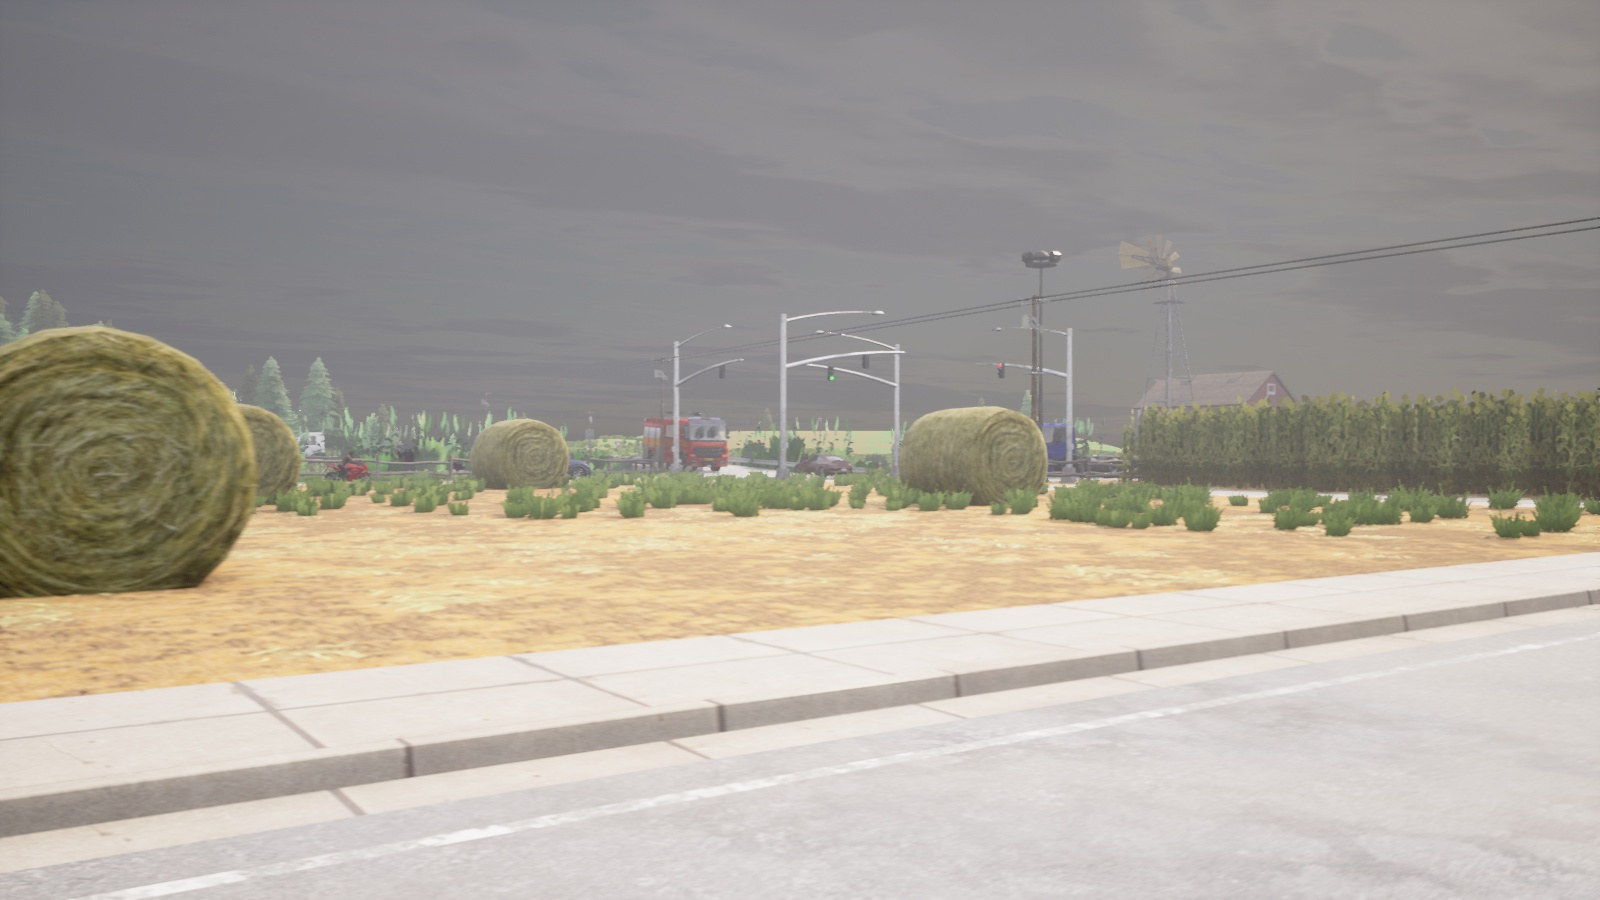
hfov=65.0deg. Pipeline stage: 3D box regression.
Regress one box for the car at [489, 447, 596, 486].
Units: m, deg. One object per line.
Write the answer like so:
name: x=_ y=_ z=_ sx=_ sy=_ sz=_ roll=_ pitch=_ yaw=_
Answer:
car: x=-12.222 y=0.767 z=59.683 sx=4.553 sy=1.767 sz=2.097 roll=0 pitch=0 yaw=-31

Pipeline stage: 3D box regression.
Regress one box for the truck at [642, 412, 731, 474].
truck: x=-7.727 y=-0.573 z=84.183 sx=2.891 sy=3.827 sz=8.468 roll=0 pitch=2 yaw=-28

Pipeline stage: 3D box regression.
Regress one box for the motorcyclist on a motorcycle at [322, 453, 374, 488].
motorcyclist on a motorcycle: x=-19.839 y=0.896 z=55.100 sx=2.044 sy=1.523 sz=0.797 roll=0 pitch=0 yaw=-31

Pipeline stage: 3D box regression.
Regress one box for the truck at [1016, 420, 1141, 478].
truck: x=17.266 y=-0.056 z=77.692 sx=7.936 sy=3.462 sz=2.891 roll=0 pitch=0 yaw=-34

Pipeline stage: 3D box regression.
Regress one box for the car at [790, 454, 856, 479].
car: x=1.344 y=0.973 z=75.108 sx=1.812 sy=1.442 sz=4.674 roll=0 pitch=0 yaw=-30
